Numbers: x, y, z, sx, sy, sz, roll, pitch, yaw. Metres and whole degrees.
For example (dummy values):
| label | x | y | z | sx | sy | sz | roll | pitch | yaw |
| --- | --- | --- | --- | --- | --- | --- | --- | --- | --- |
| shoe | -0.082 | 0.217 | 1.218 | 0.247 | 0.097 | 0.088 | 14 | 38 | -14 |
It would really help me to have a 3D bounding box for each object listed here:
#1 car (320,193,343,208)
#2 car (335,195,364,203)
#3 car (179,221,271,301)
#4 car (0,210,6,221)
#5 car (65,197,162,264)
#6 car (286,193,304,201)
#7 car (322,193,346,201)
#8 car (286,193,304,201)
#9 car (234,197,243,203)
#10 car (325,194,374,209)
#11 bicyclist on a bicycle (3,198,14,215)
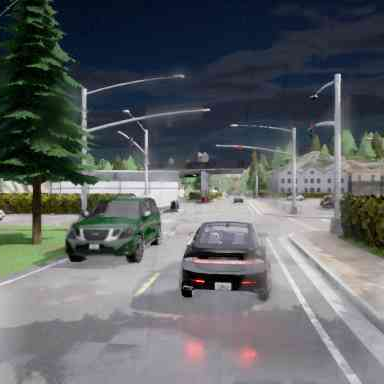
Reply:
| label | x | y | z | sx | sy | sz | roll | pitch | yaw |
| --- | --- | --- | --- | --- | --- | --- | --- | --- | --- |
| car | 18.696 | 1.330 | 41.736 | 5.027 | 1.636 | 2.152 | 0 | 0 | 8 |
| car | 29.373 | 1.298 | 62.291 | 4.514 | 1.523 | 2.007 | 0 | 0 | 8 |
| car | 0.890 | 1.492 | 8.417 | 2.128 | 1.511 | 4.902 | 0 | 0 | 8 |
| car | -16.566 | 1.526 | 25.214 | 4.674 | 1.442 | 1.812 | 0 | 0 | 8 |
| car | -2.549 | 1.221 | 12.306 | 2.150 | 2.045 | 5.566 | 0 | 0 | 6 |
| car | 24.474 | 1.077 | 78.876 | 3.866 | 1.878 | 1.905 | 0 | 0 | 8 |
| car | 31.809 | 1.097 | 74.528 | 4.605 | 1.855 | 1.932 | 0 | 0 | 8 |
| car | 23.406 | 1.361 | 75.668 | 3.806 | 1.475 | 1.970 | 0 | 0 | 8 |
| car | 9.478 | 1.600 | 67.403 | 1.895 | 1.301 | 4.718 | 0 | 0 | 8 |
| car | 18.312 | 1.339 | 38.623 | 4.514 | 1.523 | 2.007 | 0 | 0 | 8 |
| bicyclist on a bicycle | -17.942 | 1.453 | 32.551 | 0.582 | 1.620 | 1.656 | 0 | 0 | 7 |
